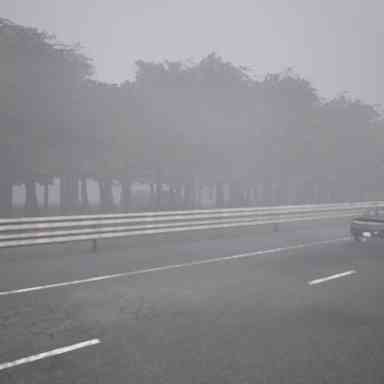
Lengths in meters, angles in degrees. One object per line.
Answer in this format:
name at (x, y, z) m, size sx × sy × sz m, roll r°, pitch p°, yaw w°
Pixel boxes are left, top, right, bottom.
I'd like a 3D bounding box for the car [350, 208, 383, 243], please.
car at (8.740, 1.410, 14.275) m, size 4.902 × 1.511 × 2.128 m, roll 0°, pitch 0°, yaw -35°
